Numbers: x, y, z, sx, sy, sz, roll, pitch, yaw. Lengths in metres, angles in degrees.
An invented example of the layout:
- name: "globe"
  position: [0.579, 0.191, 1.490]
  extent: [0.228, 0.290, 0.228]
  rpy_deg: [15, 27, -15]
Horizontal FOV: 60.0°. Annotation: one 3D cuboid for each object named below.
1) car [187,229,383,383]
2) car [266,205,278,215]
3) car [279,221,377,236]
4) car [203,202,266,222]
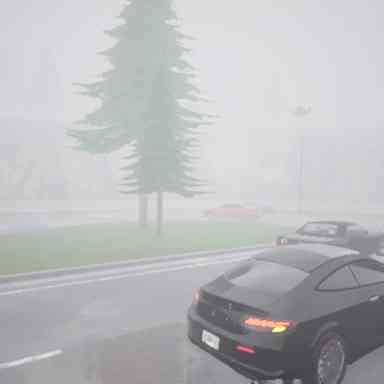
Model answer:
- name: "car"
  position: [2.090, 1.564, 5.195]
  extent: [4.674, 1.442, 1.812]
  rpy_deg: [1, 0, -35]
- name: "car"
  position: [6.158, 1.749, 34.846]
  extent: [5.357, 1.411, 2.033]
  rpy_deg: [0, 0, 23]
- name: "car"
  position: [5.209, 1.693, 11.887]
  extent: [4.718, 1.301, 1.895]
  rpy_deg: [1, 0, -38]
- name: "car"
  position: [3.364, 1.629, 28.453]
  extent: [5.008, 1.535, 1.882]
  rpy_deg: [0, -1, 28]
